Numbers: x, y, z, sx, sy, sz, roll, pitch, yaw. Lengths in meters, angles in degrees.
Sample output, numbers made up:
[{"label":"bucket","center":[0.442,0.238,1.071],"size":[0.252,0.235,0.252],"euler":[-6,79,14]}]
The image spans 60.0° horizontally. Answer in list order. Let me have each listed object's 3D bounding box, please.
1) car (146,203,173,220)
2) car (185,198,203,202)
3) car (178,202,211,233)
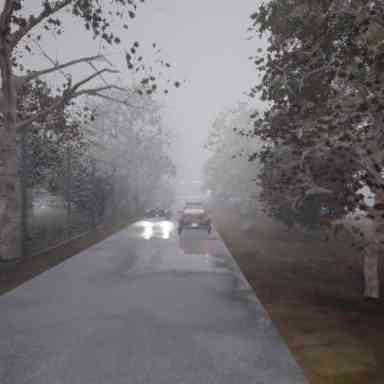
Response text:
[{"label":"car","center":[-2.728,1.583,28.451],"size":[1.895,1.301,4.718],"euler":[0,0,1]},{"label":"car","center":[0.210,1.453,37.577],"size":[1.882,1.535,5.008],"euler":[0,0,0]},{"label":"car","center":[0.134,1.513,19.447],"size":[1.812,1.442,4.674],"euler":[0,0,0]}]
